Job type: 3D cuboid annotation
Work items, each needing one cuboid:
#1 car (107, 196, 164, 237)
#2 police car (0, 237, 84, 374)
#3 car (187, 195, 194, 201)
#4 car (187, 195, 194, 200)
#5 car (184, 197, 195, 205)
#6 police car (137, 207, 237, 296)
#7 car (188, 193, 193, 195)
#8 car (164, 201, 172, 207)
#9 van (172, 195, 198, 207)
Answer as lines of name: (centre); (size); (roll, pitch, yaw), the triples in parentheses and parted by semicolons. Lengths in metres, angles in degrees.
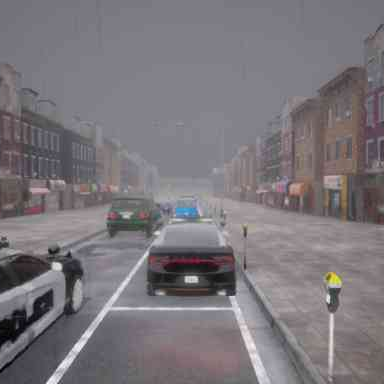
car: (-2.987, 1.216, 17.993); (2.150, 2.045, 5.566); (0, 0, 1)
police car: (-3.019, 1.423, 4.592); (1.930, 1.638, 5.238); (0, 0, 0)
car: (-0.398, 1.542, 86.399); (1.947, 1.339, 4.313); (-1, 0, 0)
car: (-0.397, 1.541, 91.932); (1.947, 1.339, 4.313); (-1, 0, 0)
car: (-0.397, 1.562, 58.737); (1.802, 1.307, 4.206); (-1, 0, 0)
police car: (-0.012, 1.421, 8.762); (1.930, 1.638, 5.238); (0, 0, 0)
car: (-0.404, 1.302, 36.607); (2.192, 1.841, 5.009); (-1, 0, 0)
car: (-2.980, 1.588, 33.538); (1.895, 1.301, 4.718); (0, 0, 1)
van: (-0.403, 1.332, 25.542); (1.690, 1.788, 3.998); (-1, 0, 0)
